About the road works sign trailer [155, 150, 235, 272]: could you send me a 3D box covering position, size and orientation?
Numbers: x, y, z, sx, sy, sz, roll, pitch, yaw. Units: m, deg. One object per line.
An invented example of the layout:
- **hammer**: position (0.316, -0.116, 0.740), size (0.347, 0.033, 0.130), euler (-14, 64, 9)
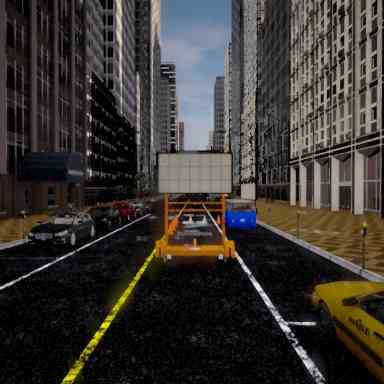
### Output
- **road works sign trailer**: position (0.097, 0.462, 10.744), size (2.380, 3.560, 2.880), euler (0, 0, 1)

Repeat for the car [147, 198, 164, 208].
- **car**: position (-5.337, 1.539, 48.824), size (2.008, 1.369, 4.403), euler (-1, 0, 0)

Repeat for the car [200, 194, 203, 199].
- **car**: position (3.293, 1.293, 82.863), size (2.192, 1.841, 5.009), euler (-1, 0, 0)

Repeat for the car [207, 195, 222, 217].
- **car**: position (2.915, 1.308, 31.711), size (2.192, 1.841, 5.009), euler (-1, 0, 0)

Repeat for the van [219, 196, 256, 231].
- **van**: position (2.831, 1.336, 20.344), size (1.690, 1.788, 3.998), euler (-1, 0, 0)

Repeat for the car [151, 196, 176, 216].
- **car**: position (-2.856, 1.470, 32.849), size (1.882, 1.535, 5.008), euler (0, 0, 0)

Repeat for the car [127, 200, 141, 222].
- **car**: position (-5.505, 1.539, 26.090), size (1.887, 1.381, 4.507), euler (-1, 0, 0)

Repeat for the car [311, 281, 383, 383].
- **car**: position (2.708, 1.524, 3.464), size (1.752, 1.417, 4.829), euler (-1, 0, 0)

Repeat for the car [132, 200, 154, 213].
- **car**: position (-5.421, 1.573, 37.457), size (1.802, 1.307, 4.206), euler (-1, 0, 0)

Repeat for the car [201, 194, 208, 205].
- **car**: position (3.127, 1.536, 60.128), size (2.008, 1.369, 4.403), euler (-1, 0, 0)

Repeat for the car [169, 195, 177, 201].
- **car**: position (-5.044, 1.502, 88.438), size (1.752, 1.417, 4.829), euler (-1, 0, 0)

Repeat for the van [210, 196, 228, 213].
- **van**: position (2.957, 1.332, 37.395), size (1.690, 1.788, 3.998), euler (-1, 0, 0)

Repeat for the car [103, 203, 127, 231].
- **car**: position (-5.547, 1.561, 20.406), size (1.947, 1.339, 4.313), euler (-1, 0, 0)

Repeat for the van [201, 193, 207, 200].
- **van**: position (3.378, 1.315, 94.230), size (1.690, 1.788, 3.998), euler (-1, 0, 0)

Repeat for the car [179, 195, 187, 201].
- **car**: position (-2.365, 1.455, 86.042), size (1.882, 1.535, 5.008), euler (0, 0, 0)

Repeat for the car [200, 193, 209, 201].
- **car**: position (3.335, 1.291, 88.547), size (2.192, 1.841, 5.009), euler (-1, 0, 0)

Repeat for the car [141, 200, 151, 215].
- **car**: position (-5.464, 1.543, 31.773), size (2.008, 1.369, 4.403), euler (-1, 0, 0)

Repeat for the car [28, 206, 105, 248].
- **car**: position (-5.589, 1.547, 14.723), size (2.008, 1.369, 4.403), euler (-1, 0, 0)
